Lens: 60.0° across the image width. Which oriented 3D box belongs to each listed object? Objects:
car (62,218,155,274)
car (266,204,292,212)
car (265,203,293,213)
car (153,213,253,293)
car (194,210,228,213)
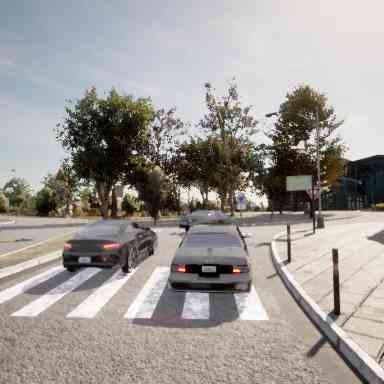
[{"bbox_3d":[-2.414,1.554,10.637,1.812,1.442,4.674,-1,0,7],"label":"car"},{"bbox_3d":[18.461,3.625,69.823,4.892,1.490,1.837,-4,-6,44],"label":"car"},{"bbox_3d":[19.208,3.633,73.498,5.566,2.045,2.150,-4,-6,41],"label":"car"},{"bbox_3d":[0.599,1.543,8.979,2.033,1.411,5.357,-1,0,6],"label":"car"},{"bbox_3d":[1.215,1.864,21.584,2.033,1.411,5.357,-3,-4,31],"label":"car"}]
